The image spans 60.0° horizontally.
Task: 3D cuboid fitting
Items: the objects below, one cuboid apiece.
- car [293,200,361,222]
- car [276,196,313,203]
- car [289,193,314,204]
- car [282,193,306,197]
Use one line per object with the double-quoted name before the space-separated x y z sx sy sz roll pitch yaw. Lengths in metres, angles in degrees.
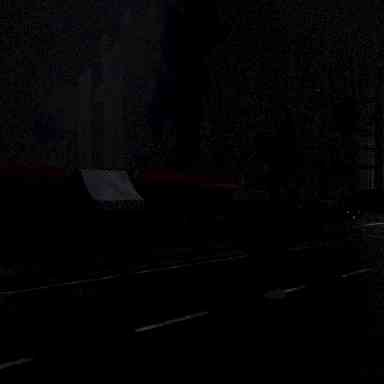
"car" 10.640 1.545 26.132 1.895 1.301 4.718 0 0 -33
"car" 9.646 1.470 33.648 1.812 1.442 4.674 0 0 -36
"car" 19.534 1.114 59.424 1.905 1.878 3.866 0 0 -36
"car" 17.141 1.114 57.714 1.905 1.878 3.866 0 0 -36
